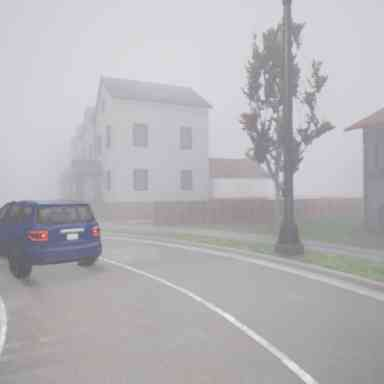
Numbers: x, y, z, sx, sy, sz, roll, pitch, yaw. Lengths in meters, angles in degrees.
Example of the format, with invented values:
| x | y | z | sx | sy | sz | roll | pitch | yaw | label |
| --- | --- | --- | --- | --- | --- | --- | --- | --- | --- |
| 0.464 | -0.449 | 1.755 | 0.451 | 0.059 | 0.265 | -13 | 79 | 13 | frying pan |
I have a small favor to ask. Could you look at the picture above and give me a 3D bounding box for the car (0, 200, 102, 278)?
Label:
| x | y | z | sx | sy | sz | roll | pitch | yaw | label |
| --- | --- | --- | --- | --- | --- | --- | --- | --- | --- |
| -4.982 | 1.269 | 10.622 | 2.150 | 2.045 | 5.566 | 0 | 0 | -44 | car |
